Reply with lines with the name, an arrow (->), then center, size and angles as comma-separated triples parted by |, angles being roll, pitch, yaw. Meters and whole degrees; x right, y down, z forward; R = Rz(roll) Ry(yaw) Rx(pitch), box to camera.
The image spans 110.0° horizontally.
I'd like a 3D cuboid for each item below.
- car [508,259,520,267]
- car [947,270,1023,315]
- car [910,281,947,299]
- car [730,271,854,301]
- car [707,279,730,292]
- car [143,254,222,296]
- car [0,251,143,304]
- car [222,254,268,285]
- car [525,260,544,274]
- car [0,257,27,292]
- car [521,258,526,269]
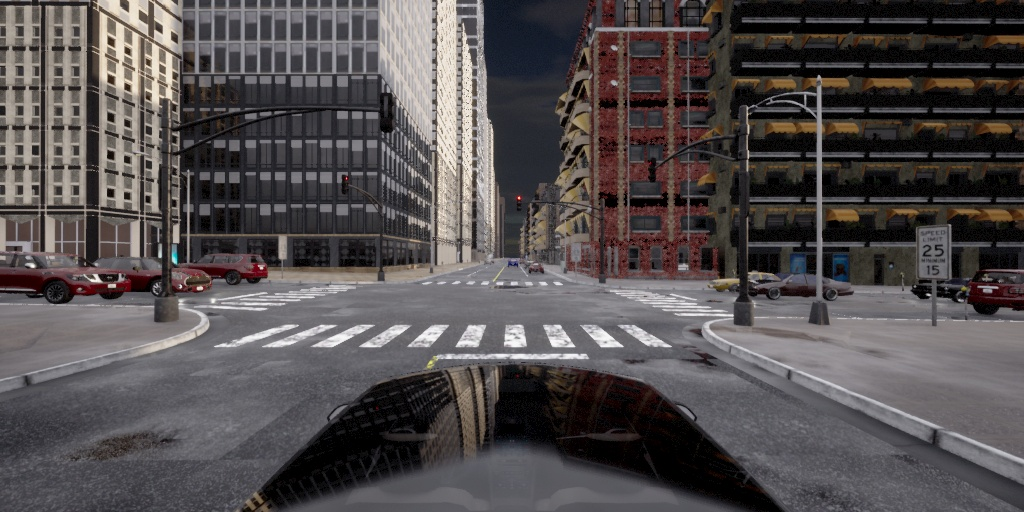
car -> 0.191, 1.252, 65.122 | 1.882, 1.535, 5.008 | 0, 0, 0
car -> 20.616, 1.461, 13.750 | 5.009, 1.841, 2.192 | 0, 0, 0
car -> 24.889, 1.839, 19.539 | 4.718, 1.301, 1.895 | 1, 0, -1
car -> 15.259, 1.610, 19.468 | 5.357, 1.411, 2.033 | 1, 0, 0
car -> 14.660, 1.587, 22.055 | 4.829, 1.417, 1.751 | 0, 0, 0
car -> -16.268, 0.825, 16.074 | 4.553, 1.767, 2.097 | 1, 0, -2
car -> -17.558, 0.757, 13.439 | 5.009, 1.841, 2.192 | 0, 0, 0
car -> -17.681, 0.776, 21.819 | 5.009, 1.841, 2.192 | 0, 0, 0
car -> 2.798, 1.341, 41.769 | 1.802, 1.307, 4.207 | 0, 0, 0
car -> -25.382, 0.780, 15.970 | 5.008, 1.535, 1.882 | 1, 0, 0
car -> 2.766, 1.317, 54.686 | 2.007, 1.370, 4.403 | 0, 0, 0
